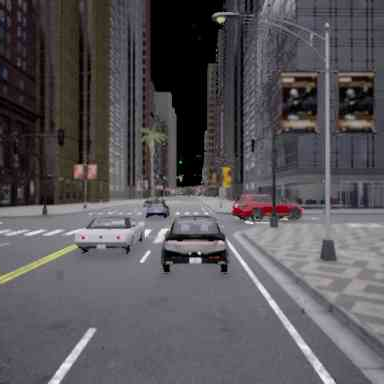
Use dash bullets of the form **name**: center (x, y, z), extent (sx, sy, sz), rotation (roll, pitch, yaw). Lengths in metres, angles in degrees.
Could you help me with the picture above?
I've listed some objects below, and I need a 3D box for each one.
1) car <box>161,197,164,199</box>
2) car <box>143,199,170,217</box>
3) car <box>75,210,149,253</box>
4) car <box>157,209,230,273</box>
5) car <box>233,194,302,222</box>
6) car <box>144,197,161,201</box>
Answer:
- **car**: center (-6.506, 1.794, 67.895), extent (1.837, 1.490, 4.892), rotation (0, 0, 0)
- **car**: center (-3.153, 1.654, 31.565), extent (1.994, 1.385, 4.181), rotation (0, 0, 0)
- **car**: center (-3.151, 1.620, 13.780), extent (1.895, 1.301, 4.718), rotation (0, 0, 0)
- **car**: center (0.098, 1.502, 10.702), extent (2.128, 1.511, 4.902), rotation (0, 0, 0)
- **car**: center (5.907, 1.233, 26.101), extent (5.566, 2.045, 2.150), rotation (0, -3, -20)
- **car**: center (-6.573, 1.762, 52.650), extent (1.994, 1.385, 4.181), rotation (0, 0, 0)
